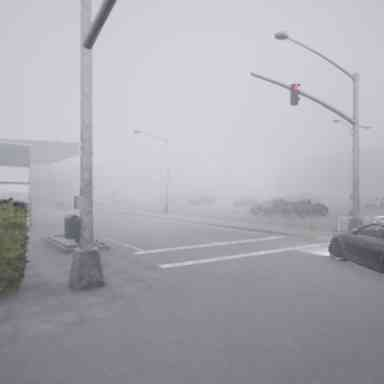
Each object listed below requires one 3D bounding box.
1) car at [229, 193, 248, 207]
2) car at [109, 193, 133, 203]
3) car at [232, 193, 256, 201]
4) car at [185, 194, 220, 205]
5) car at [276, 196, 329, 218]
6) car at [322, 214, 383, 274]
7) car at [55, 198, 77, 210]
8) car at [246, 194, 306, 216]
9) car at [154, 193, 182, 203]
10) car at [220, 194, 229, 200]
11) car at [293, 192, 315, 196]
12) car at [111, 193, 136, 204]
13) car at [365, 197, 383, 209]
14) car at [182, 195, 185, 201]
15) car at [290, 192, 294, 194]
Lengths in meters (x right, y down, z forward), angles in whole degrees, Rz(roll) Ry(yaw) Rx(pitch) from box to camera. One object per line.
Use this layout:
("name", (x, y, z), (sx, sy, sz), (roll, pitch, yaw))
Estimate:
("car", (7.320, 1.287, 44.840), (3.633, 1.501, 1.845), (0, 0, -35))
("car", (-13.247, 1.054, 61.868), (3.866, 1.878, 1.905), (0, 0, -35))
("car", (11.136, 1.102, 71.056), (5.027, 1.636, 2.152), (0, 0, -35))
("car", (1.634, 1.266, 53.057), (4.514, 1.523, 2.007), (0, 0, -35))
("car", (9.649, 1.314, 28.192), (4.514, 1.523, 2.007), (0, 0, -35))
("car", (5.696, 1.553, 9.526), (1.994, 1.385, 4.181), (0, 0, -4))
("car", (-16.174, 1.539, 42.919), (2.033, 1.411, 5.357), (0, 0, -36))
("car", (7.810, 1.305, 30.734), (5.027, 1.636, 2.152), (0, 0, -35))
("car", (-4.914, 1.066, 63.677), (4.605, 1.855, 1.932), (0, 0, -35))
("car", (7.197, 1.182, 76.133), (3.806, 1.475, 1.970), (0, 0, -35))
("car", (20.462, 1.044, 58.420), (4.605, 1.855, 1.932), (0, 0, -35))
("car", (-11.844, 1.339, 58.792), (3.806, 1.475, 1.970), (0, 0, -35))
("car", (23.198, 1.338, 41.299), (3.806, 1.475, 1.970), (0, 0, -35))
("car", (-0.680, 1.256, 75.100), (4.514, 1.523, 2.007), (0, 0, -35))
("car", (18.460, 1.024, 60.566), (3.866, 1.878, 1.905), (0, 0, -35))
